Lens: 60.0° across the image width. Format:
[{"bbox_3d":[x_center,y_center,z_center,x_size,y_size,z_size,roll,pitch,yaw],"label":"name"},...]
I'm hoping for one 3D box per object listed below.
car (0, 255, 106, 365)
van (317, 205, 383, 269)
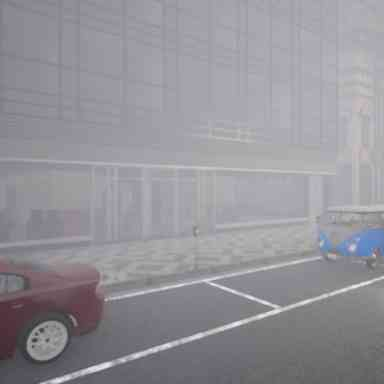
[{"bbox_3d":[-3.398,1.546,4.227,4.507,1.381,1.887,0,0,-36],"label":"car"},{"bbox_3d":[5.722,1.315,10.736,3.998,1.788,1.690,0,0,-36],"label":"van"}]
